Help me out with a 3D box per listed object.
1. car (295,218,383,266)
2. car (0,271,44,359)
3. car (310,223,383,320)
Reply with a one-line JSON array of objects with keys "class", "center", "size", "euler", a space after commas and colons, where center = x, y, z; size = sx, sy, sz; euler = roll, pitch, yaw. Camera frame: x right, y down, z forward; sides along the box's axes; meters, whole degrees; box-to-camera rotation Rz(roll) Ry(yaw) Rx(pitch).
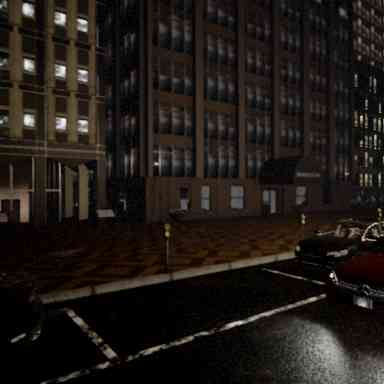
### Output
[{"class": "car", "center": [4.948, 1.509, 10.090], "size": [4.403, 1.369, 2.008], "euler": [0, 0, -35]}, {"class": "car", "center": [-4.046, 1.557, 3.678], "size": [4.403, 1.369, 2.008], "euler": [0, 0, -35]}, {"class": "car", "center": [4.624, 1.493, 6.675], "size": [4.674, 1.442, 1.812], "euler": [0, 0, -35]}]
